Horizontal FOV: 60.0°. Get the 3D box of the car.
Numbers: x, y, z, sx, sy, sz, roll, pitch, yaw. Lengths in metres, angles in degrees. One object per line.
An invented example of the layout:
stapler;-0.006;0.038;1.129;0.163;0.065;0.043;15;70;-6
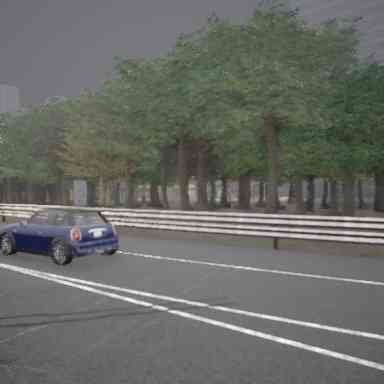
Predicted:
car;-4.785;1.360;11.804;4.553;1.767;2.097;0;0;33
